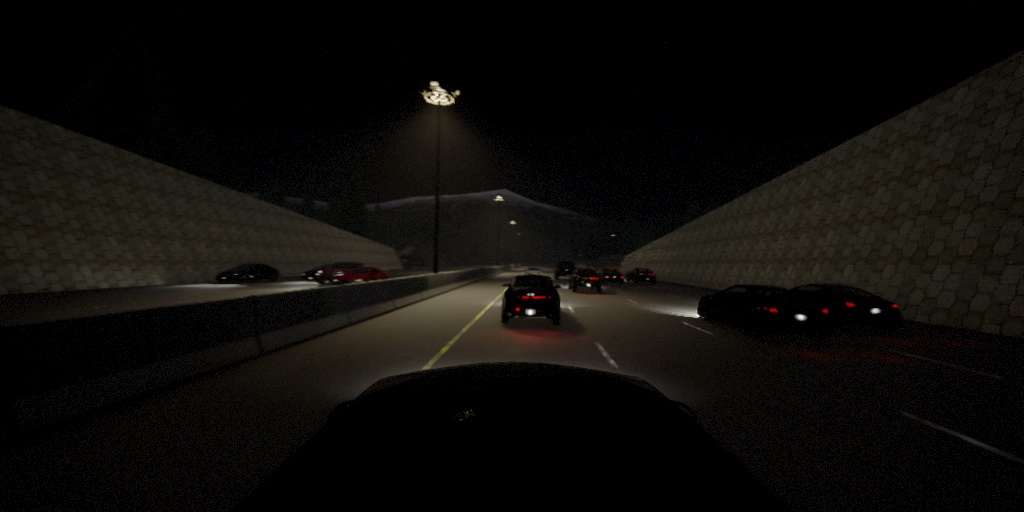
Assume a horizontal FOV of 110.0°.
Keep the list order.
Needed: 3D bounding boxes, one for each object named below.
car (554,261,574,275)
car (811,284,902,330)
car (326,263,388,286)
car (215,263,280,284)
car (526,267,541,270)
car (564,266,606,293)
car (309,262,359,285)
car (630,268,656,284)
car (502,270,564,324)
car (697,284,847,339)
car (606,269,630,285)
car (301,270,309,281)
[{"bbox_3d":[5.948,1.627,40.512,2.150,2.045,5.566,1,-1,4],"label":"car"},{"bbox_3d":[11.216,1.678,12.939,1.994,1.385,4.181,1,-1,4],"label":"car"},{"bbox_3d":[-9.393,1.397,22.667,1.812,1.442,4.674,1,-1,3],"label":"car"},{"bbox_3d":[-19.641,1.269,26.948,1.812,1.442,4.674,1,-1,4],"label":"car"},{"bbox_3d":[2.150,1.796,35.943,1.812,1.442,4.674,1,-1,4],"label":"car"},{"bbox_3d":[4.959,1.667,24.884,1.837,1.490,4.892,1,-2,4],"label":"car"},{"bbox_3d":[-12.630,1.224,26.984,2.097,1.767,4.553,1,-1,4],"label":"car"},{"bbox_3d":[12.633,1.947,35.385,2.128,1.511,4.902,1,-1,4],"label":"car"},{"bbox_3d":[0.698,1.425,12.915,1.837,1.490,4.892,1,-1,4],"label":"car"},{"bbox_3d":[7.606,1.588,11.275,1.994,1.385,4.181,1,-1,4],"label":"car"},{"bbox_3d":[9.002,1.909,33.411,2.033,1.411,5.357,1,-1,4],"label":"car"},{"bbox_3d":[-15.868,1.420,31.200,2.033,1.411,5.357,1,-1,4],"label":"car"}]
